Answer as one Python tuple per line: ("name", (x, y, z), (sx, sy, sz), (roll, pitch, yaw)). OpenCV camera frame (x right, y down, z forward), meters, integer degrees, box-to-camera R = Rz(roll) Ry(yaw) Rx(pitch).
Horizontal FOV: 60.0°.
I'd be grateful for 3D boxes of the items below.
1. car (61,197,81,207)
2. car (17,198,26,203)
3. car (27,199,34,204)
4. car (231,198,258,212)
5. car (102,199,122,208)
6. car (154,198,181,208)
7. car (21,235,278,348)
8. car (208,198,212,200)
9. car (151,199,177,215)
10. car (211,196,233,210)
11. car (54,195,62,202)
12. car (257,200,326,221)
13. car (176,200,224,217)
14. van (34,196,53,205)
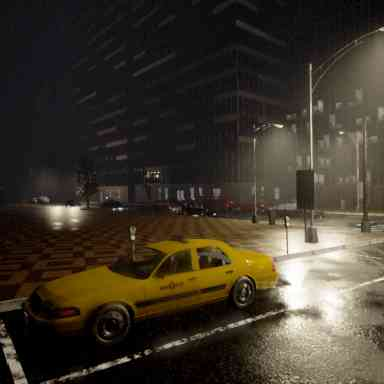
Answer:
("car", (-21.347, 1.999, 59.510), (1.802, 1.307, 4.206), (-2, 1, -41))
("car", (-43.344, 2.126, 85.013), (1.752, 1.417, 4.829), (-2, 1, -41))
("car", (-35.976, 2.066, 76.469), (1.752, 1.417, 4.829), (-2, 1, -41))
("car", (7.153, 1.634, 39.307), (1.802, 1.307, 4.206), (-2, 1, -41))
("car", (-12.987, 1.872, 53.924), (1.994, 1.385, 4.181), (-2, 1, -41))
("car", (-3.919, 1.714, 52.140), (1.947, 1.339, 4.313), (-2, 1, -41))
("car", (-0.464, 1.524, 6.245), (4.829, 1.417, 1.752), (0, -1, -35))
("car", (-0.364, 1.704, 39.150), (1.837, 1.490, 4.892), (-2, 1, -41))
("car", (-2.928, 1.698, 38.147), (1.967, 1.590, 4.097), (-2, 1, -41))
("car", (3.455, 1.400, 43.579), (2.192, 1.841, 5.009), (-2, 1, -41))
("car", (-33.444, 1.943, 86.363), (1.887, 1.381, 4.507), (-2, 1, -41))
("car", (8.619, 1.668, 28.736), (2.033, 1.411, 5.357), (-2, 1, -41))
("car", (0.759, 1.792, 33.877), (1.947, 1.339, 4.313), (-2, 1, -41))
("van", (-32.406, 1.852, 72.323), (1.690, 1.788, 3.998), (-2, 1, -41))
